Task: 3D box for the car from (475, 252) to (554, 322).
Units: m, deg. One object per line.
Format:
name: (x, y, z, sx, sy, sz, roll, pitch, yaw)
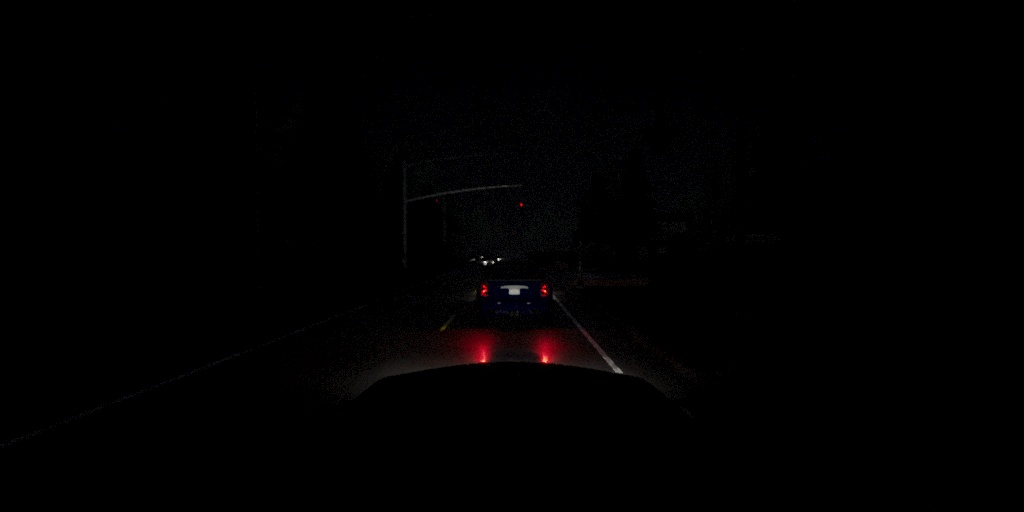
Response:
car: (0.077, 0.893, 11.403, 2.097, 1.767, 4.553, 0, 1, 0)
